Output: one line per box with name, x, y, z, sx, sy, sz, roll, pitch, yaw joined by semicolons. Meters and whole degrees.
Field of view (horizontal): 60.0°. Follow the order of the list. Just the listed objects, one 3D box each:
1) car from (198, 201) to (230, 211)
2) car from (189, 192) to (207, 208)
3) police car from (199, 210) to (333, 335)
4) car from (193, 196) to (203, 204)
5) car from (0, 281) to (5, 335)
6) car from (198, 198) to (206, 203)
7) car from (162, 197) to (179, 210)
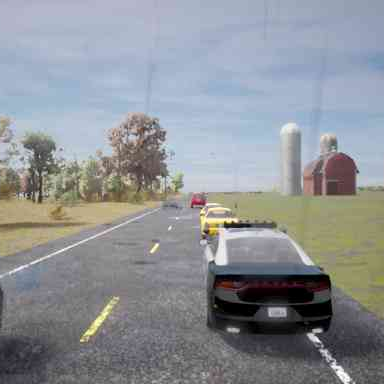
car;1.376;1.456;17.174;1.801;1.575;5.366;0;0;1
car;0.906;1.212;47.273;2.150;2.045;5.566;0;0;0
police car;1.203;1.426;7.095;1.930;1.638;5.238;0;0;1
car;1.134;1.483;64.168;1.837;1.490;4.892;0;0;1
car;-3.523;1.505;2.650;1.837;1.490;4.892;0;0;1
car;1.479;1.455;23.174;1.801;1.575;5.366;0;0;1
car;-2.817;1.497;43.700;1.837;1.490;4.892;0;0;1
